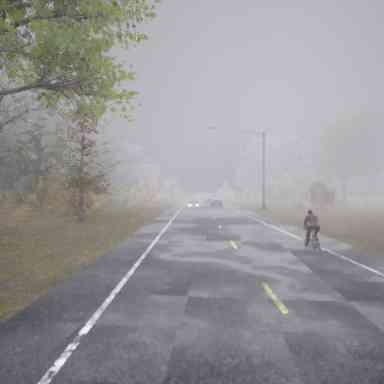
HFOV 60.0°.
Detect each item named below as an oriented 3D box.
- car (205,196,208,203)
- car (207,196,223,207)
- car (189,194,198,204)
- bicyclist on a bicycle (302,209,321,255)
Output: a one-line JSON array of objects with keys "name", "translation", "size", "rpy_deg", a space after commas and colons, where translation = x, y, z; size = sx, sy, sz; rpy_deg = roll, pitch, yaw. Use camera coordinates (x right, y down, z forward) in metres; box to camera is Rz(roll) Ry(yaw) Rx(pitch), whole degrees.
[{"name": "car", "translation": [3.818, 1.622, 70.944], "size": [1.812, 1.442, 4.674], "rpy_deg": [0, 0, 0]}, {"name": "car", "translation": [3.833, 1.608, 52.890], "size": [1.812, 1.442, 4.674], "rpy_deg": [0, 0, 0]}, {"name": "car", "translation": [0.288, 1.676, 65.624], "size": [1.895, 1.301, 4.718], "rpy_deg": [0, 0, 0]}, {"name": "bicyclist on a bicycle", "translation": [4.510, 1.493, 12.544], "size": [0.582, 1.620, 1.656], "rpy_deg": [0, 0, 0]}]
